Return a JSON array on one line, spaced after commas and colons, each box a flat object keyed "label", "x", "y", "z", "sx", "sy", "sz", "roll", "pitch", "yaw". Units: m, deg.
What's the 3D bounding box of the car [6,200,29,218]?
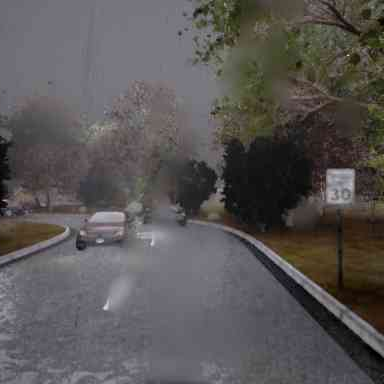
[{"label": "car", "x": -16.846, "y": 1.459, "z": 29.030, "sx": 4.892, "sy": 1.490, "sz": 1.837, "roll": 0, "pitch": -1, "yaw": 1}]

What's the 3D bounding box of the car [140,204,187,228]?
[{"label": "car", "x": -1.913, "y": 1.467, "z": 21.367, "sx": 1.994, "sy": 1.385, "sz": 4.181, "roll": 0, "pitch": 0, "yaw": -24}]

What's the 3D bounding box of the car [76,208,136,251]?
[{"label": "car", "x": -3.407, "y": 1.446, "z": 13.996, "sx": 1.812, "sy": 1.442, "sz": 4.674, "roll": 0, "pitch": 0, "yaw": -5}]
